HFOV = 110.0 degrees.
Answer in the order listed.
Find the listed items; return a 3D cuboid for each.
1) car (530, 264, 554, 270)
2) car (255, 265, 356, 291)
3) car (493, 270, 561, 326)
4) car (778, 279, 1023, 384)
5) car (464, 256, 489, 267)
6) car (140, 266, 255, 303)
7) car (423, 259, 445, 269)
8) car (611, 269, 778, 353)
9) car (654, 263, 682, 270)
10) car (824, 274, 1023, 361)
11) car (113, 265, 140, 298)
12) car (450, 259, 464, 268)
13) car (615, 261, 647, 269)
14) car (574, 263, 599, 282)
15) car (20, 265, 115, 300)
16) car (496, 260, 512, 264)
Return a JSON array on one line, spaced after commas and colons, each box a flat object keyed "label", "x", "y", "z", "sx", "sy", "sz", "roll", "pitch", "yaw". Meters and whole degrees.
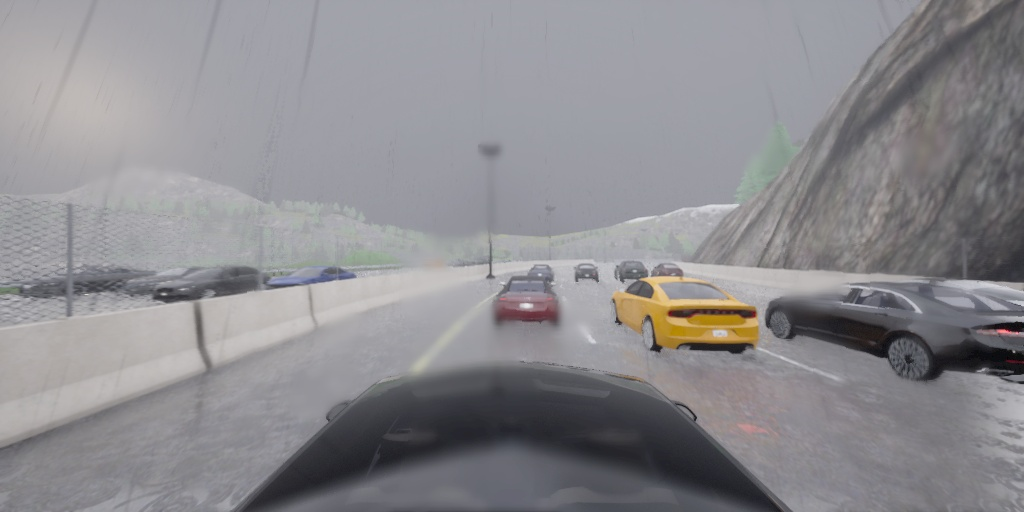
[{"label": "car", "x": 2.366, "y": 1.351, "z": 28.343, "sx": 1.994, "sy": 1.385, "sz": 4.181, "roll": 0, "pitch": 0, "yaw": 9}, {"label": "car", "x": -9.741, "y": 1.223, "z": 17.812, "sx": 1.882, "sy": 1.535, "sz": 5.008, "roll": 0, "pitch": 0, "yaw": 6}, {"label": "car", "x": 0.522, "y": 1.327, "z": 11.765, "sx": 1.994, "sy": 1.385, "sz": 4.181, "roll": 0, "pitch": 0, "yaw": 3}, {"label": "car", "x": 7.284, "y": 1.265, "z": 7.111, "sx": 2.128, "sy": 1.511, "sz": 4.902, "roll": 0, "pitch": 0, "yaw": 2}, {"label": "car", "x": -5.221, "y": 1.023, "z": 57.659, "sx": 2.150, "sy": 2.045, "sz": 5.566, "roll": 0, "pitch": 0, "yaw": 18}, {"label": "car", "x": -13.366, "y": 1.240, "z": 16.415, "sx": 1.837, "sy": 1.490, "sz": 4.892, "roll": 0, "pitch": 0, "yaw": 5}, {"label": "car", "x": -12.470, "y": 1.263, "z": 57.900, "sx": 1.882, "sy": 1.535, "sz": 5.008, "roll": 0, "pitch": 0, "yaw": 17}, {"label": "car", "x": 3.858, "y": 1.245, "z": 8.932, "sx": 1.882, "sy": 1.535, "sz": 5.008, "roll": 0, "pitch": 0, "yaw": 2}, {"label": "car", "x": 13.513, "y": 1.343, "z": 31.241, "sx": 1.812, "sy": 1.442, "sz": 4.674, "roll": 0, "pitch": 0, "yaw": 11}, {"label": "car", "x": 10.869, "y": 1.311, "z": 9.191, "sx": 1.812, "sy": 1.442, "sz": 4.674, "roll": 0, "pitch": 0, "yaw": 3}, {"label": "car", "x": -16.712, "y": 1.255, "z": 18.364, "sx": 1.812, "sy": 1.442, "sz": 4.674, "roll": 0, "pitch": 0, "yaw": 6}, {"label": "car", "x": -8.503, "y": 1.287, "z": 58.850, "sx": 2.128, "sy": 1.511, "sz": 4.902, "roll": 0, "pitch": 0, "yaw": 18}, {"label": "car", "x": 9.584, "y": 1.157, "z": 29.057, "sx": 2.097, "sy": 1.767, "sz": 4.553, "roll": 0, "pitch": 0, "yaw": 9}, {"label": "car", "x": 6.119, "y": 1.323, "z": 29.603, "sx": 1.812, "sy": 1.442, "sz": 4.674, "roll": 0, "pitch": 0, "yaw": 10}, {"label": "car", "x": -20.287, "y": 1.211, "z": 17.621, "sx": 2.128, "sy": 1.511, "sz": 4.902, "roll": 0, "pitch": 0, "yaw": 5}, {"label": "car", "x": -1.272, "y": 1.361, "z": 58.570, "sx": 2.033, "sy": 1.411, "sz": 5.357, "roll": 0, "pitch": 0, "yaw": 18}]
